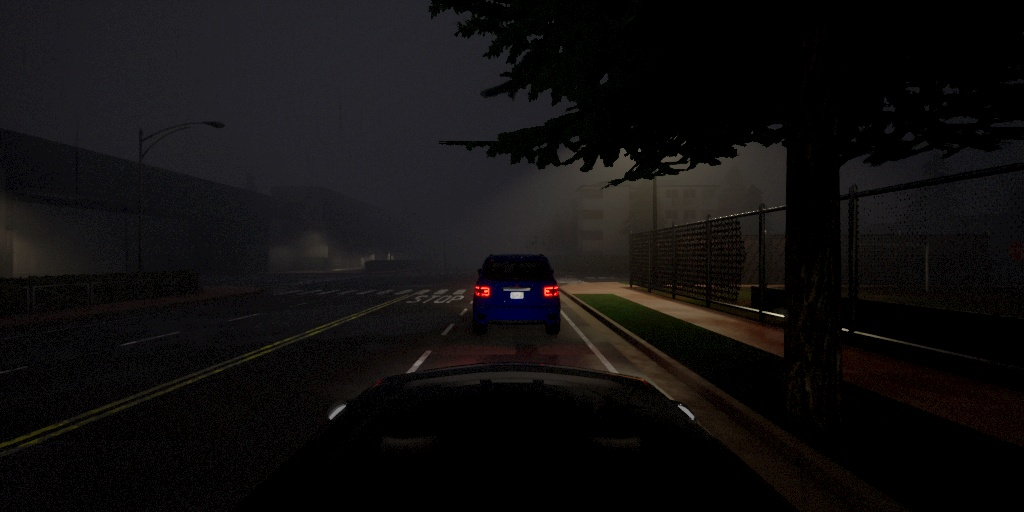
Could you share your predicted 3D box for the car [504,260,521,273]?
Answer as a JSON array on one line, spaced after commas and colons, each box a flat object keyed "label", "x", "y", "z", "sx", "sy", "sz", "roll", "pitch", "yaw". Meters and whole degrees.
[{"label": "car", "x": 0.029, "y": 1.242, "z": 45.564, "sx": 2.128, "sy": 1.511, "sz": 4.902, "roll": 0, "pitch": 0, "yaw": 0}]

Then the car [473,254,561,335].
[{"label": "car", "x": 0.116, "y": 0.972, "z": 10.689, "sx": 2.150, "sy": 2.045, "sz": 5.566, "roll": 0, "pitch": 0, "yaw": 0}]
